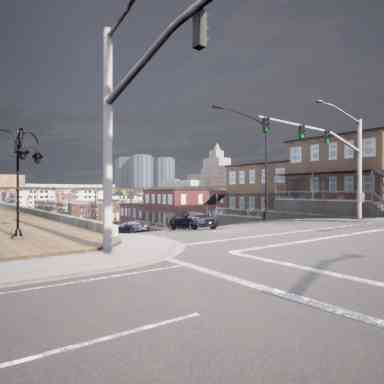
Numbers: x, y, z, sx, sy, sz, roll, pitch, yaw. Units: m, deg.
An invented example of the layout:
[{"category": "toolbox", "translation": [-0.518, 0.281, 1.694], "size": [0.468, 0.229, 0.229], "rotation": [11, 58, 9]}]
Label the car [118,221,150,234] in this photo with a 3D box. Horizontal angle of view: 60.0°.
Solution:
[{"category": "car", "translation": [-5.825, 3.505, 32.133], "size": [1.812, 1.442, 4.674], "rotation": [0, -12, -37]}]

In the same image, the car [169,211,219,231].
[{"category": "car", "translation": [0.042, 2.054, 24.162], "size": [1.994, 1.385, 4.181], "rotation": [0, -4, -36]}]
